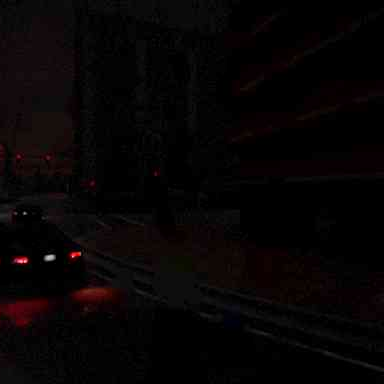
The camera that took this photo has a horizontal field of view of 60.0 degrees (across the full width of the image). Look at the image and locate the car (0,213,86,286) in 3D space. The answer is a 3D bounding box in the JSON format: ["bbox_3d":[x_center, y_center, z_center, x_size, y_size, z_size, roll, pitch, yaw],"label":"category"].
[{"bbox_3d":[-4.775,1.560,9.604,2.033,1.411,5.357,0,0,-37],"label":"car"}]

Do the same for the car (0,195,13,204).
[{"bbox_3d":[-34.183,1.665,60.198,1.895,1.301,4.718,0,0,-22],"label":"car"}]

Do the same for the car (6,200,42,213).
[{"bbox_3d":[-13.008,1.615,26.334,2.033,1.411,5.357,0,0,-22],"label":"car"}]

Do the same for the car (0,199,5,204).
[{"bbox_3d":[-17.250,1.569,27.547,2.128,1.511,4.902,0,0,-22],"label":"car"}]

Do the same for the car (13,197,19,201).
[{"bbox_3d":[-39.756,1.672,74.156,1.895,1.301,4.718,0,0,-22],"label":"car"}]
